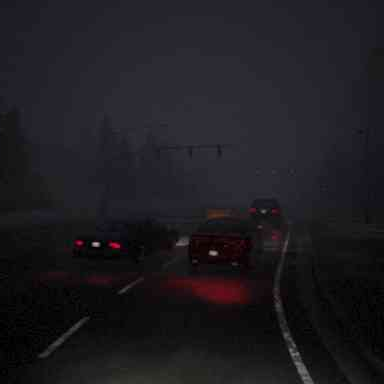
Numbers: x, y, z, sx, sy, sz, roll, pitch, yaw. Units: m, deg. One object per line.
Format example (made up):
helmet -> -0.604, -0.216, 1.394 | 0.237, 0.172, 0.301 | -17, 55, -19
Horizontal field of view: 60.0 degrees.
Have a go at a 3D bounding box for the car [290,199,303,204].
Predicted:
car -> 28.744, 2.482, 88.578 | 1.882, 1.535, 5.008 | 0, -1, 40

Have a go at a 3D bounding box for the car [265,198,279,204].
car -> 22.027, 2.478, 91.383 | 1.837, 1.490, 4.892 | 0, -1, 37

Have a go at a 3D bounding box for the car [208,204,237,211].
car -> 2.598, 1.738, 27.110 | 1.882, 1.535, 5.008 | 0, 0, 18

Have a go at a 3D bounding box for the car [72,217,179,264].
car -> -2.120, 1.641, 12.357 | 2.033, 1.411, 5.357 | 0, 0, 18

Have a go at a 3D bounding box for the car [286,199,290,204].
car -> 26.059, 2.527, 90.823 | 1.812, 1.442, 4.674 | 0, -1, 40

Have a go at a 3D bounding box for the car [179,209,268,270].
car -> 1.370, 1.593, 11.760 | 1.882, 1.535, 5.008 | 0, 0, 18

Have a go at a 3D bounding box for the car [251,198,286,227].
car -> 5.785, 1.488, 25.603 | 2.150, 2.045, 5.566 | 0, 0, 18
